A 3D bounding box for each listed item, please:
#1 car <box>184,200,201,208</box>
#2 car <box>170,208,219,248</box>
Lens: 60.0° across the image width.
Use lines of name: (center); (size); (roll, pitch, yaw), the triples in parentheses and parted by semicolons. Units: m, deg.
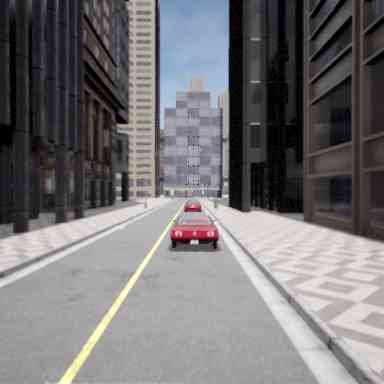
car: (0.105, 1.602, 39.950); (1.994, 1.385, 4.181); (0, 0, 0)
car: (0.101, 1.610, 14.804); (1.895, 1.301, 4.718); (0, 0, 0)
